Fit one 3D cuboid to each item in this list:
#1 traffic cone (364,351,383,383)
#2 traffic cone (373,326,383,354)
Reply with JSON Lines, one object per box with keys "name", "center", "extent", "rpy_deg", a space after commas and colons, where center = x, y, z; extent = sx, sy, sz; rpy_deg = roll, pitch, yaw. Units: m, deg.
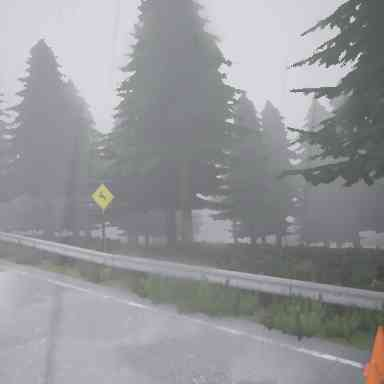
{"name": "traffic cone", "center": [1.786, 1.956, 3.269], "extent": [0.340, 0.580, 0.340], "rpy_deg": [0, 0, 33]}
{"name": "traffic cone", "center": [2.330, 1.956, 4.106], "extent": [0.340, 0.580, 0.340], "rpy_deg": [0, 0, 34]}
